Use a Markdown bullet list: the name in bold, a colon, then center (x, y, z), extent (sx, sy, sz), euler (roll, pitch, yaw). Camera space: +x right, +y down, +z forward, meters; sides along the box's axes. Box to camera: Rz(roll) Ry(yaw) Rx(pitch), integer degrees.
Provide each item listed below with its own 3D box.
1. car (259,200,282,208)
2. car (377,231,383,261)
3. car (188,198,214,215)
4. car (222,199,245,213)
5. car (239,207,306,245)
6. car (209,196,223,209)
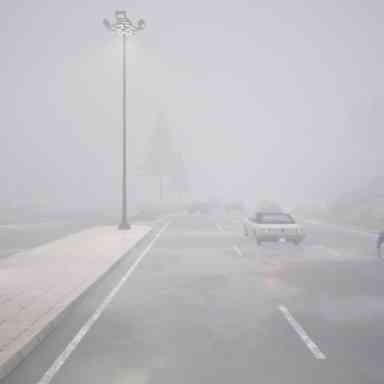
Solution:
- **car**: center (7.551, 1.524, 32.264), extent (1.812, 1.442, 4.674), euler (0, 0, 5)
- **car**: center (7.100, 1.477, 9.085), extent (1.882, 1.535, 5.008), euler (0, 0, 0)
- **car**: center (0.860, 1.599, 34.354), extent (1.895, 1.301, 4.718), euler (0, 0, 8)
- **car**: center (4.867, 1.598, 36.949), extent (1.895, 1.301, 4.718), euler (0, 0, 12)
- **car**: center (3.597, 1.600, 15.475), extent (1.895, 1.301, 4.718), euler (0, 0, 0)
- **car**: center (3.279, 1.349, 44.364), extent (2.097, 1.767, 4.553), euler (0, 0, 16)
